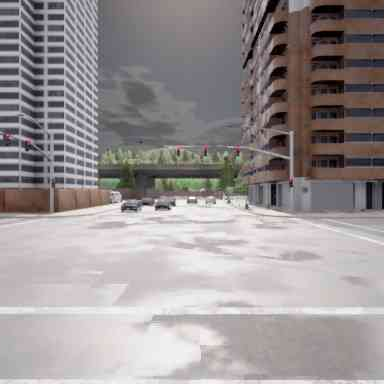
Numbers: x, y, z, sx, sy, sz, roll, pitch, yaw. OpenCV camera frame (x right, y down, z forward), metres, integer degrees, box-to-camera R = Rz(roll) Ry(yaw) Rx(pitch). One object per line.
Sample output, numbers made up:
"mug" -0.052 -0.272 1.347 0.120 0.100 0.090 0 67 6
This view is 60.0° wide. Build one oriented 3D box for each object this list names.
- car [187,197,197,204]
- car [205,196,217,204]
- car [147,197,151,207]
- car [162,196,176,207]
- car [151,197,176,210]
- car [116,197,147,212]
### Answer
"car" 0.023 1.564 63.186 1.994 1.385 4.181 0 0 0
"car" 3.523 1.525 63.187 1.812 1.442 4.674 0 0 0
"car" -7.064 1.546 52.567 2.033 1.411 5.357 0 0 0
"car" -3.560 1.477 52.603 1.882 1.535 5.008 0 0 0
"car" -3.583 1.547 42.327 2.033 1.411 5.357 0 0 0
"car" -7.085 1.547 39.458 2.033 1.411 5.357 0 0 0
